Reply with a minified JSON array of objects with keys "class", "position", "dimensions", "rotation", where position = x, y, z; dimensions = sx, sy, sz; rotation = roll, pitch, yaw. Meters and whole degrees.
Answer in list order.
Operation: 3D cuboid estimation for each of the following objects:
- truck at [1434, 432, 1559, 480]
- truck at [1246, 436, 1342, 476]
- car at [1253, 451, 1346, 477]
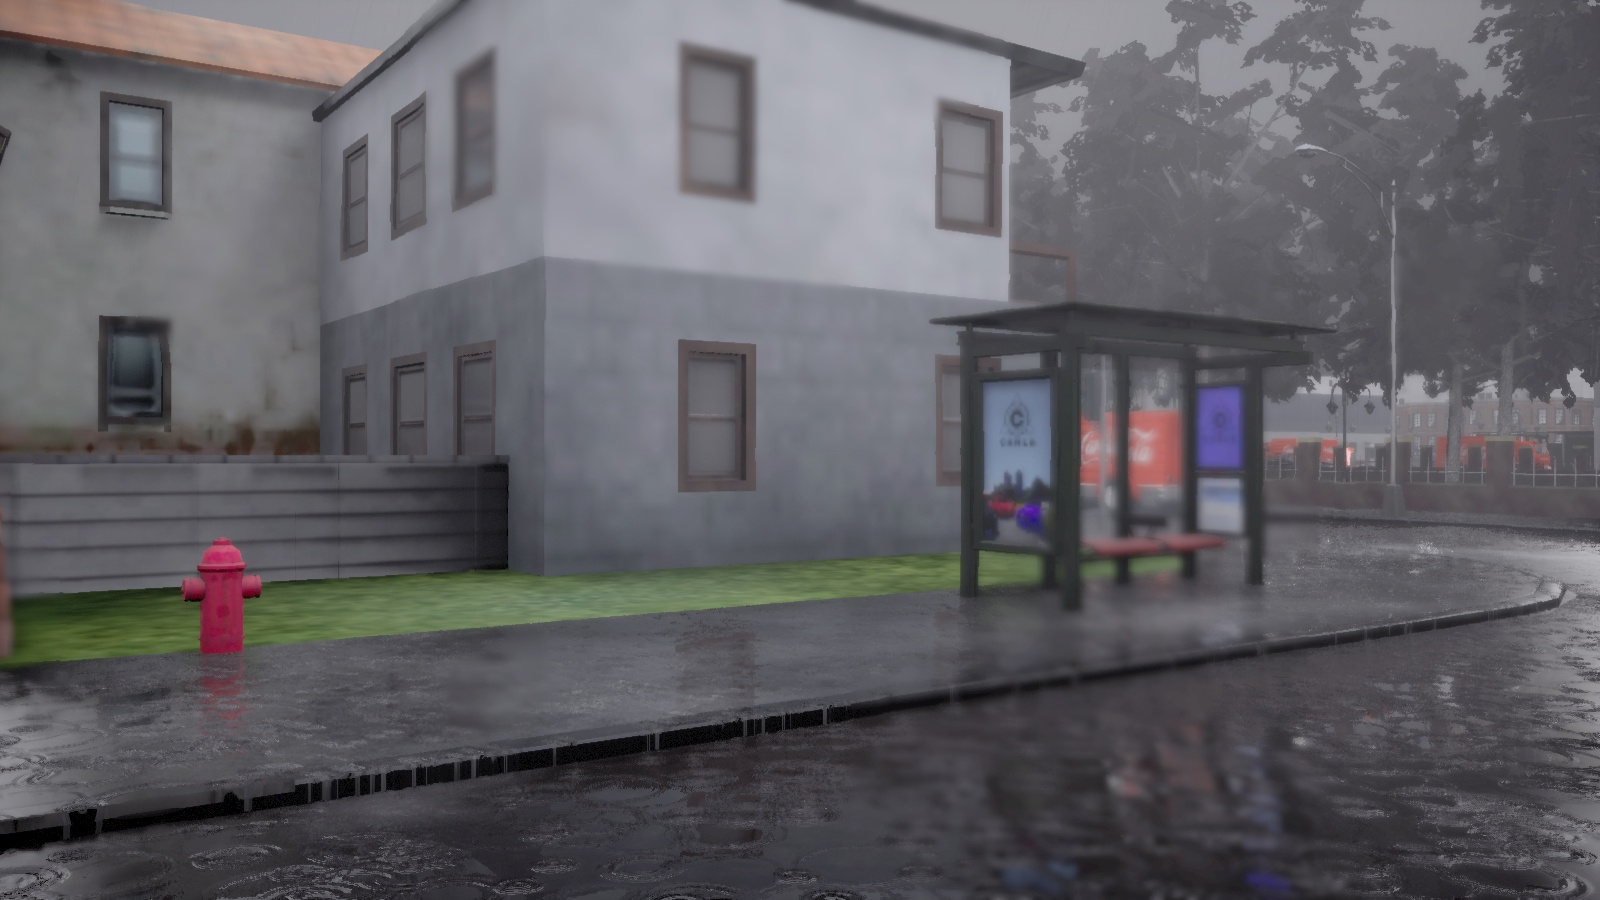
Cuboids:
[{"class":"truck","position":[37.222,0.352,67.223],"dimensions":[2.627,2.467,5.204],"rotation":[0,-1,-35]},{"class":"truck","position":[31.988,0.389,81.523],"dimensions":[2.627,2.467,5.204],"rotation":[0,0,-35]},{"class":"car","position":[30.473,0.824,76.744],"dimensions":[2.128,1.511,4.902],"rotation":[0,0,-35]}]
